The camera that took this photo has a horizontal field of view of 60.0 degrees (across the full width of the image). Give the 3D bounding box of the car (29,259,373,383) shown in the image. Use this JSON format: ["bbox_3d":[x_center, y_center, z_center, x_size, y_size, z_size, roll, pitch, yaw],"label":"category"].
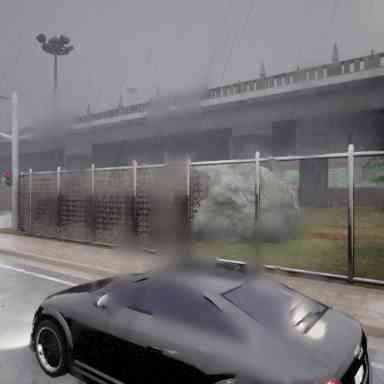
[{"bbox_3d":[-0.155,1.564,4.101,4.181,1.385,1.994,0,0,36],"label":"car"}]
